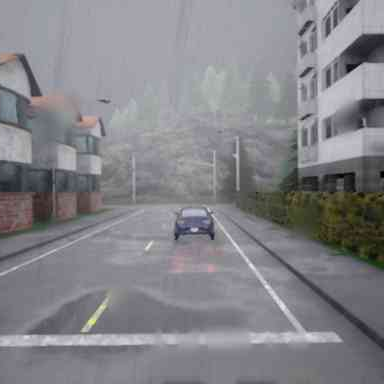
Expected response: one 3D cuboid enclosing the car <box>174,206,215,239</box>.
[{"bbox_3d":[0.103,1.415,16.467,1.812,1.442,4.674,-1,1,0],"label":"car"}]
